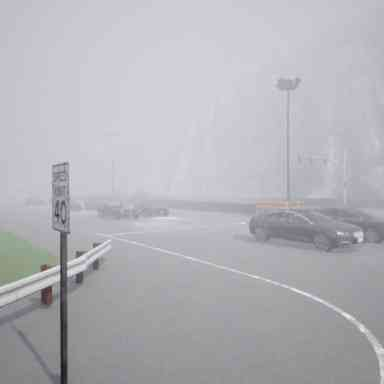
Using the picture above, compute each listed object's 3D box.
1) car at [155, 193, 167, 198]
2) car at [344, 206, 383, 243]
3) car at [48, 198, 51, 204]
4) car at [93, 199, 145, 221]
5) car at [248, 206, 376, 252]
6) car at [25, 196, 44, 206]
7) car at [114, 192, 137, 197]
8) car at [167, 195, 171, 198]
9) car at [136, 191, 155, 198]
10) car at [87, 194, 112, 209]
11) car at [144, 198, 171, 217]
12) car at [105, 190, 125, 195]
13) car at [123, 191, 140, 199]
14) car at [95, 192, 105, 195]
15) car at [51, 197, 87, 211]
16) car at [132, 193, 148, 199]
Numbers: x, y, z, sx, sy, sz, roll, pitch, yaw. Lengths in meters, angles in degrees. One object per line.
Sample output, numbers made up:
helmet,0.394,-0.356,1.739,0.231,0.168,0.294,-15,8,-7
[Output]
car,-7.899,0.951,69.532,2.097,1.767,4.553,0,1,-38
car,7.464,1.471,15.888,1.837,1.490,4.892,0,0,-38
car,-20.890,1.272,51.929,2.033,1.411,5.357,0,1,-38
car,-6.046,1.547,27.289,1.895,1.301,4.718,0,0,-38
car,4.556,1.466,13.923,2.128,1.511,4.902,0,0,-38
car,-23.536,1.260,49.624,1.812,1.442,4.674,0,1,-38
car,-13.203,1.215,65.114,1.895,1.301,4.718,0,1,-38
car,-6.703,1.147,73.701,1.895,1.301,4.718,0,1,-38
car,-10.358,0.831,67.159,2.150,2.045,5.566,0,1,-38
car,-11.425,1.384,39.783,1.837,1.490,4.892,0,0,-38
car,-3.811,1.499,30.108,1.994,1.385,4.181,0,0,-38
car,-16.846,0.661,75.295,2.150,2.045,5.566,0,1,-38
car,-14.060,0.740,77.414,2.097,1.767,4.553,0,1,-38
car,-20.872,0.757,74.770,2.097,1.767,4.553,0,1,-38
car,-13.869,1.395,37.227,1.837,1.490,4.892,0,0,-38
car,-12.691,0.901,81.347,1.812,1.442,4.674,0,1,-38
